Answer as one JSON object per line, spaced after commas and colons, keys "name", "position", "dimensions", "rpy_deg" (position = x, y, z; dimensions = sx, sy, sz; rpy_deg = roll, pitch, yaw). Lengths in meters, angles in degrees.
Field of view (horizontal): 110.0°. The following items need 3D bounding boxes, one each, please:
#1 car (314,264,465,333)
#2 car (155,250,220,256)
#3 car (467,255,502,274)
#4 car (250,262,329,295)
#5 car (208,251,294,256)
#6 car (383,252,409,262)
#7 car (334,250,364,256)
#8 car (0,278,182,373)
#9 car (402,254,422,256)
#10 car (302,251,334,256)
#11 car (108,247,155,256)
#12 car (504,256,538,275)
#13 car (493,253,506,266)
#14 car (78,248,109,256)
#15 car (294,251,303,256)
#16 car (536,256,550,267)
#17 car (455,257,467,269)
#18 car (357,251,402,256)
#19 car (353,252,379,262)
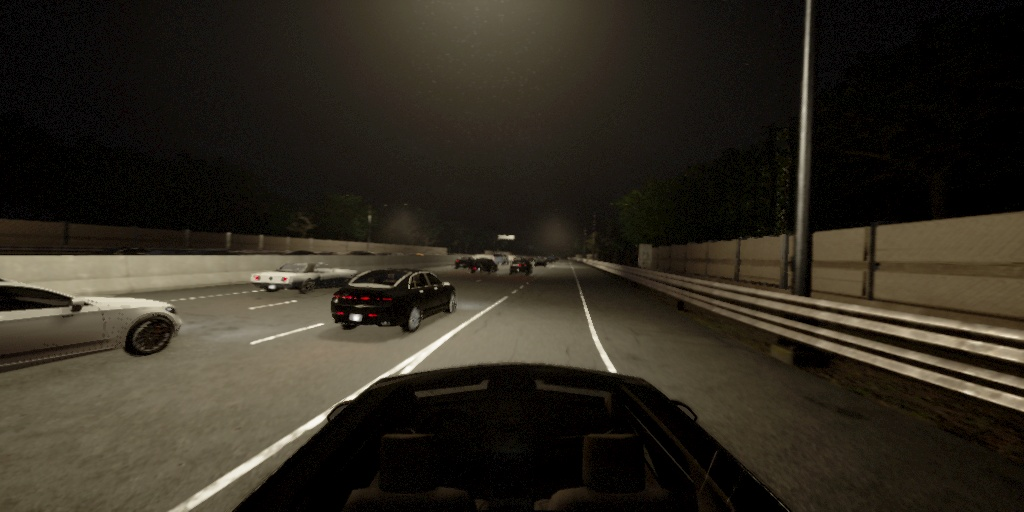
{"name": "car", "position": [-3.031, 1.096, 10.224], "dimensions": [1.837, 1.490, 4.892], "rpy_deg": [2, 0, 9]}
{"name": "car", "position": [-21.888, 0.299, 25.809], "dimensions": [1.882, 1.535, 5.008], "rpy_deg": [2, 0, 9]}
{"name": "car", "position": [-2.625, 0.958, 35.107], "dimensions": [1.837, 1.490, 4.892], "rpy_deg": [2, 0, 9]}
{"name": "car", "position": [-9.138, 0.936, 16.377], "dimensions": [1.895, 1.301, 4.718], "rpy_deg": [2, 0, 9]}
{"name": "car", "position": [-18.385, 0.549, 25.593], "dimensions": [1.895, 1.301, 4.718], "rpy_deg": [2, 0, 9]}
{"name": "car", "position": [-19.790, 0.214, 61.306], "dimensions": [2.128, 1.511, 4.902], "rpy_deg": [2, 0, 9]}
{"name": "car", "position": [-19.004, 0.164, 43.863], "dimensions": [2.097, 1.767, 4.553], "rpy_deg": [2, 0, 9]}
{"name": "car", "position": [-7.424, 0.993, 4.896], "dimensions": [1.812, 1.442, 4.674], "rpy_deg": [2, 0, 9]}
{"name": "car", "position": [-16.333, 0.324, 60.771], "dimensions": [1.882, 1.535, 5.008], "rpy_deg": [2, 0, 9]}
{"name": "car", "position": [-22.522, 0.233, 43.991], "dimensions": [2.033, 1.411, 5.357], "rpy_deg": [2, 0, 9]}
{"name": "car", "position": [-25.340, 0.242, 26.391], "dimensions": [2.033, 1.411, 5.357], "rpy_deg": [2, 0, 9]}
{"name": "car", "position": [0.963, 1.070, 35.400], "dimensions": [2.128, 1.511, 4.902], "rpy_deg": [2, 0, 9]}
{"name": "car", "position": [-2.018, 0.539, 61.731], "dimensions": [2.150, 2.045, 5.566], "rpy_deg": [2, 0, 9]}
{"name": "car", "position": [-28.843, 0.073, 26.596], "dimensions": [1.837, 1.490, 4.892], "rpy_deg": [2, 0, 9]}
{"name": "car", "position": [-26.016, 0.063, 44.290], "dimensions": [1.837, 1.490, 4.892], "rpy_deg": [2, 1, 9]}
{"name": "car", "position": [4.870, 1.172, 60.588], "dimensions": [1.895, 1.301, 4.718], "rpy_deg": [2, 0, 9]}
{"name": "car", "position": [-5.159, 0.813, 41.537], "dimensions": [2.128, 1.511, 4.902], "rpy_deg": [2, 0, 9]}
{"name": "car", "position": [-15.642, 0.486, 42.776], "dimensions": [2.033, 1.411, 5.357], "rpy_deg": [2, 0, 9]}
{"name": "car", "position": [-23.753, 0.138, 58.580], "dimensions": [1.994, 1.385, 4.181], "rpy_deg": [2, 0, 9]}
